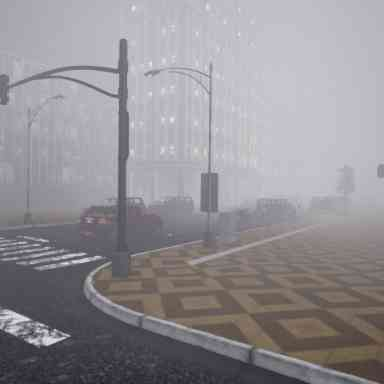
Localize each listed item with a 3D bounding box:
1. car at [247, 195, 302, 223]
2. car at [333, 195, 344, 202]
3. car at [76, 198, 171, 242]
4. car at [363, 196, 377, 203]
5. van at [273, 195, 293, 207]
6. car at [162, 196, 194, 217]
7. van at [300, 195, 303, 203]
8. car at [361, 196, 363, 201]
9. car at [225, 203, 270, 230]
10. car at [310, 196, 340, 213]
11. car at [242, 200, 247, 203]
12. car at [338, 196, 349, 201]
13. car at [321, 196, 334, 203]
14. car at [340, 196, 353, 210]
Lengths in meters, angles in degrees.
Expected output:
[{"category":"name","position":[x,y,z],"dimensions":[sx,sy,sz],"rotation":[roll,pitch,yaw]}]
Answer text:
[{"category":"car","position":[6.797,1.409,26.927],"dimensions":[2.192,1.841,5.009],"rotation":[1,0,35]},{"category":"car","position":[36.320,1.570,82.378],"dimensions":[1.752,1.417,4.829],"rotation":[1,1,35]},{"category":"car","position":[-3.504,1.387,17.066],"dimensions":[2.097,1.767,4.553],"rotation":[1,1,35]},{"category":"car","position":[39.635,1.598,73.432],"dimensions":[1.967,1.590,4.097],"rotation":[1,1,35]},{"category":"van","position":[13.948,1.345,50.846],"dimensions":[1.690,1.788,3.998],"rotation":[1,0,35]},{"category":"car","position":[-1.754,1.283,28.939],"dimensions":[2.192,1.841,5.009],"rotation":[1,0,35]},{"category":"van","position":[17.159,1.351,55.370],"dimensions":[1.690,1.788,3.998],"rotation":[1,0,35]},{"category":"car","position":[44.103,1.655,84.161],"dimensions":[2.128,1.511,4.902],"rotation":[1,1,35]},{"category":"car","position":[3.300,1.668,22.004],"dimensions":[1.802,1.307,4.206],"rotation":[1,0,35]},{"category":"car","position":[15.386,1.427,39.164],"dimensions":[2.192,1.841,5.009],"rotation":[1,0,35]},{"category":"car","position":[7.769,1.430,42.252],"dimensions":[1.967,1.590,4.097],"rotation":[1,0,35]},{"category":"car","position":[39.613,1.623,87.019],"dimensions":[1.947,1.339,4.313],"rotation":[1,1,35]},{"category":"car","position":[29.997,1.616,73.469],"dimensions":[1.802,1.307,4.206],"rotation":[1,1,35]},{"category":"car","position":[20.375,1.437,46.286],"dimensions":[2.192,1.841,5.009],"rotation":[1,0,35]}]
